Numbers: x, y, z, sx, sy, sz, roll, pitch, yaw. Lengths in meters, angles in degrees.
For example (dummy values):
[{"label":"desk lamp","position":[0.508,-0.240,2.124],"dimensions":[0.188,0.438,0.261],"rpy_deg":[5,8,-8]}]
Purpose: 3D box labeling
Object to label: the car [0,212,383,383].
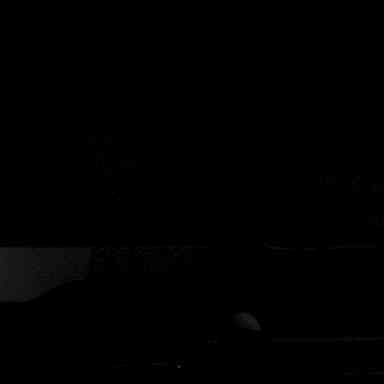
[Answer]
[{"label":"car","position":[1.109,1.226,2.913],"dimensions":[5.566,2.045,2.150],"rpy_deg":[0,0,0]}]
